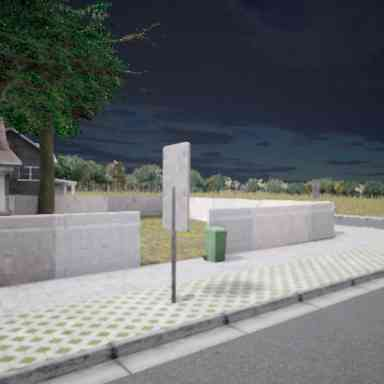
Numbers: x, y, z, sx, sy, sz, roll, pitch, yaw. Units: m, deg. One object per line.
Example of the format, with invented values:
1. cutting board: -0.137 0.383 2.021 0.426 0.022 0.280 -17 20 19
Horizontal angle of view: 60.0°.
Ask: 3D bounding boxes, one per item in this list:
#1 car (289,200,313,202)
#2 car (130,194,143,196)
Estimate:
1. car: 8.716 1.343 27.409 2.033 1.411 5.357 0 0 -36
2. car: -8.486 0.973 51.075 1.994 1.385 4.181 0 1 -35
